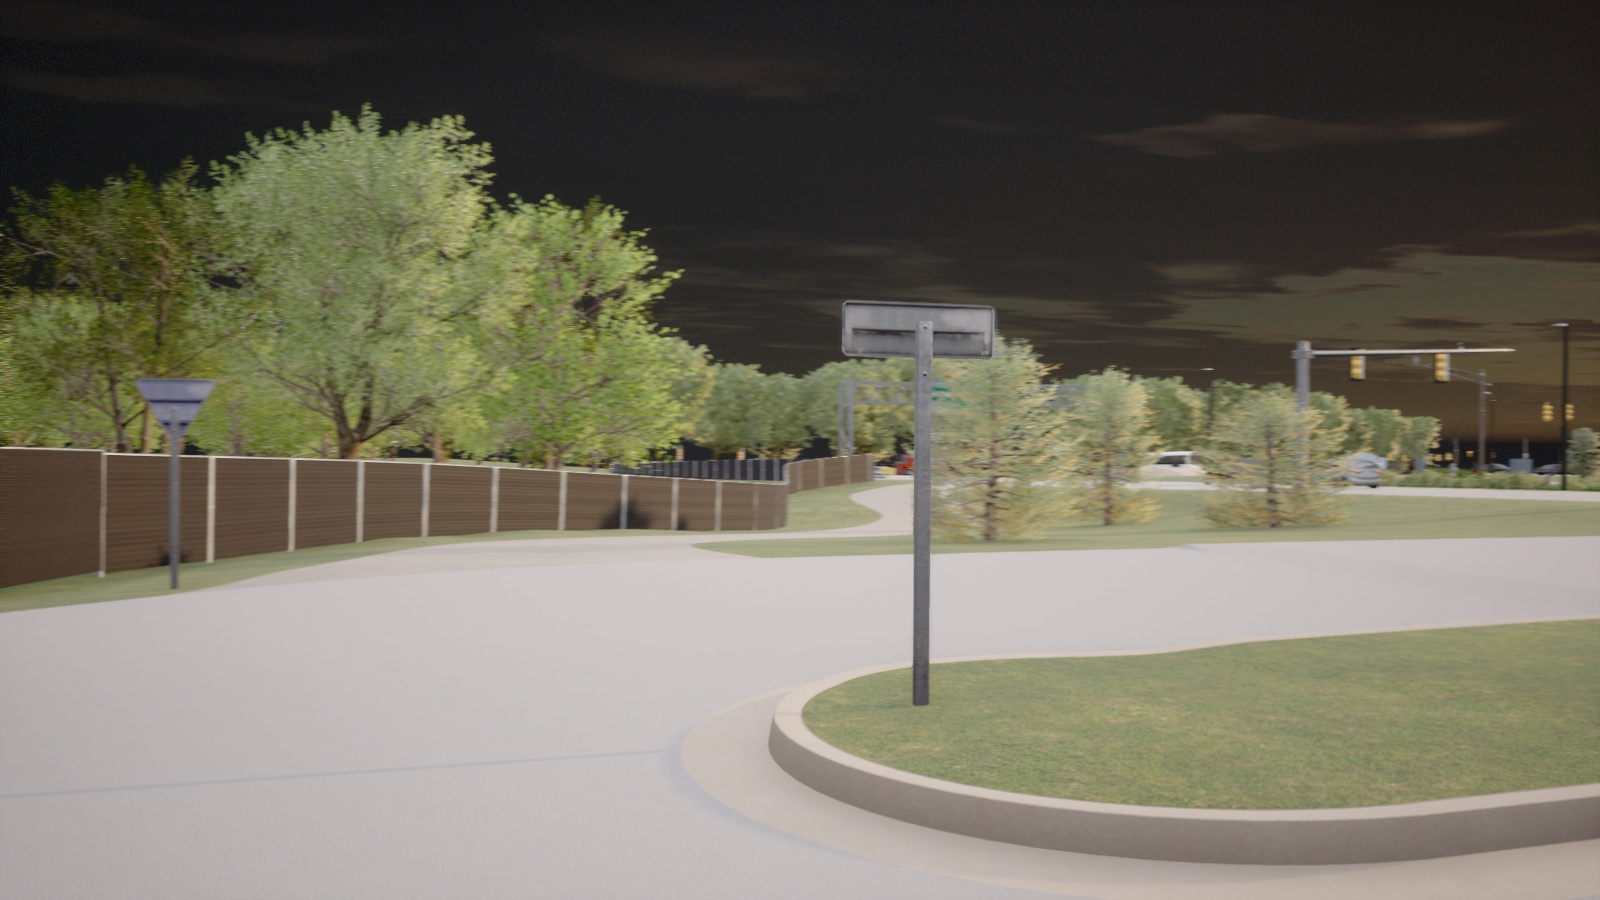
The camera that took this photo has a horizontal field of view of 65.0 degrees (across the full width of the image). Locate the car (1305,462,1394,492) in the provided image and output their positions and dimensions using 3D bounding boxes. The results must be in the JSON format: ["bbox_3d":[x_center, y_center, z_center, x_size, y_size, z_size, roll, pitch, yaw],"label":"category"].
[{"bbox_3d":[31.345,1.534,71.750,2.242,1.667,4.611,1,-1,-16],"label":"car"}]
